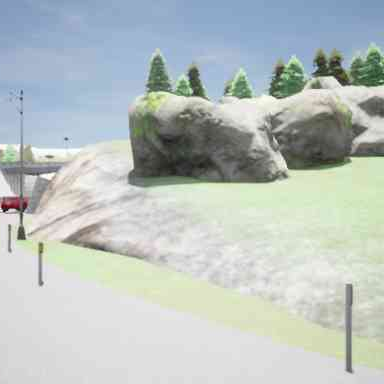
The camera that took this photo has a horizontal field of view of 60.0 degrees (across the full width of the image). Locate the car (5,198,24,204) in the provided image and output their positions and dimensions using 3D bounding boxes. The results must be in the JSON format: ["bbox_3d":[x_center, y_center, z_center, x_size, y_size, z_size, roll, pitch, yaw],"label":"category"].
[{"bbox_3d":[-40.485,2.028,75.999,1.994,1.385,4.181,0,0,5],"label":"car"}]

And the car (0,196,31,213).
[{"bbox_3d":[-21.706,1.492,41.966,2.150,2.045,5.566,0,0,-1],"label":"car"}]
